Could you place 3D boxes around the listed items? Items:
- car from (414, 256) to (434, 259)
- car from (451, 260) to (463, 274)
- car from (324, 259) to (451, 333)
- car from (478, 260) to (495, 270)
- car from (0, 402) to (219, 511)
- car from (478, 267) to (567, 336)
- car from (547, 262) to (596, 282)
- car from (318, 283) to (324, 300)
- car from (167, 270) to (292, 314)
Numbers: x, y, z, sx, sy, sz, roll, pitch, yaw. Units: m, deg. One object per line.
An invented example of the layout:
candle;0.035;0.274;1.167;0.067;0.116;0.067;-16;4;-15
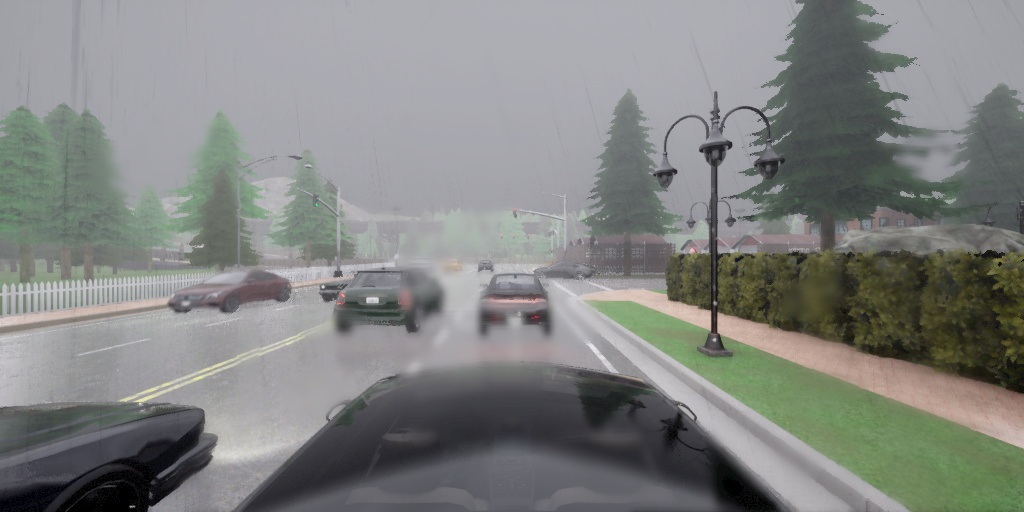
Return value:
car;-10.498;0.970;42.208;2.150;2.045;5.566;0;0;0
car;-6.996;1.227;42.369;1.882;1.535;5.008;0;0;0
car;-3.395;1.102;10.876;2.097;1.767;4.553;0;0;0
car;-3.308;1.255;46.003;1.837;1.490;4.892;0;0;0
car;-3.405;1.297;0.509;2.033;1.411;5.357;0;0;0
car;0.101;1.242;10.394;2.128;1.511;4.902;0;0;0
car;4.058;1.222;28.059;4.902;1.511;2.128;-1;0;17
car;-7.068;1.351;16.918;1.895;1.301;4.718;0;0;0
car;-10.561;1.275;13.937;1.812;1.442;4.674;0;0;0
